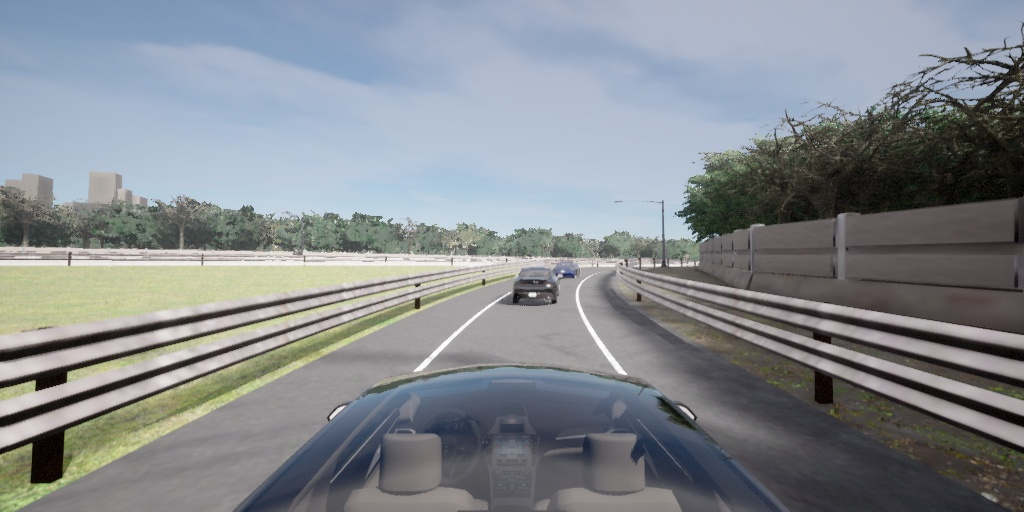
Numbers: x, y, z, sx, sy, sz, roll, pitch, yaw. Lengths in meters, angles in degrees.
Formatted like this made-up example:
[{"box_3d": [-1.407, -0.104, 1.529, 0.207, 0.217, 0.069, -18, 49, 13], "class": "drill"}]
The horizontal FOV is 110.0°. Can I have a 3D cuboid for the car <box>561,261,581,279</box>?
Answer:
[{"box_3d": [4.670, 1.147, 30.459, 1.994, 1.385, 4.181, -1, 0, 18], "class": "car"}]

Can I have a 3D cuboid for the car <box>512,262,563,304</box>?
[{"box_3d": [1.173, 1.227, 16.165, 1.837, 1.490, 4.892, 0, 0, 9], "class": "car"}]
